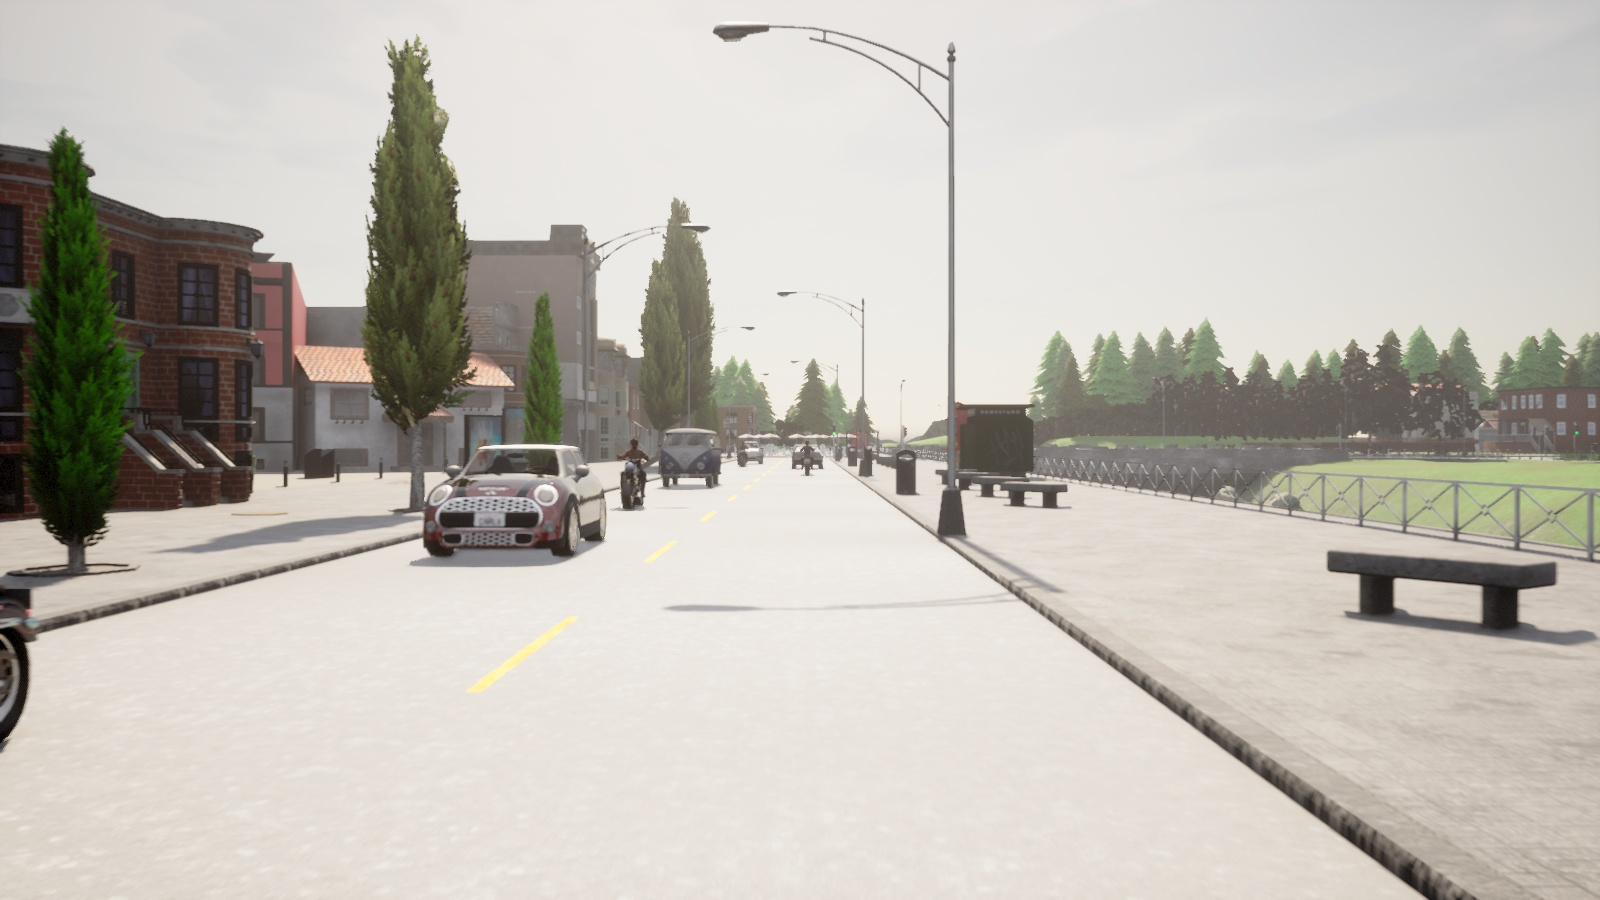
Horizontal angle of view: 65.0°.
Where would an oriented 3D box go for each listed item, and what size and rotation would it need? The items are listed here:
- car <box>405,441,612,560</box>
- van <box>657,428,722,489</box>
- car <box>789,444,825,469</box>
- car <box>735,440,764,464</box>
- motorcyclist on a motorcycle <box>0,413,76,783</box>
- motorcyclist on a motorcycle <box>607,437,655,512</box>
[{"bbox_3d":[-3.887,0.611,17.414,1.970,1.475,3.806,0,0,0],"label":"car"},{"bbox_3d":[-3.736,0.253,43.081,1.775,1.987,4.442,0,0,1],"label":"van"},{"bbox_3d":[0.425,0.379,73.671,2.033,1.411,5.357,0,0,0],"label":"car"},{"bbox_3d":[-3.495,0.145,88.173,1.851,1.617,3.988,0,0,0],"label":"car"},{"bbox_3d":[-3.957,0.665,5.011,0.766,1.649,2.350,0,0,0],"label":"motorcyclist on a motorcycle"},{"bbox_3d":[-3.826,0.532,28.649,0.766,1.649,2.350,0,0,0],"label":"motorcyclist on a motorcycle"}]
